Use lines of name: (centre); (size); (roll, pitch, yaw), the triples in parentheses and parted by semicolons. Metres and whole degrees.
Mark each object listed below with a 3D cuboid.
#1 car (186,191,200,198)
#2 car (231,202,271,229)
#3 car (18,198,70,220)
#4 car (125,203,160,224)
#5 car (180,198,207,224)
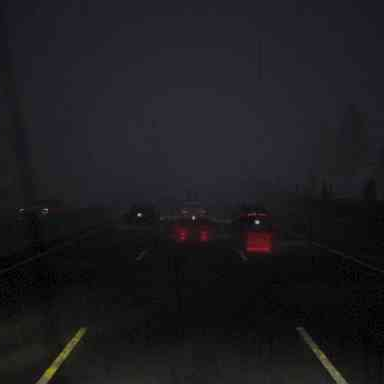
car: (0.090, 0.557, 42.715); (2.033, 1.411, 5.357); (0, 5, 0)
car: (3.600, 1.396, 20.741); (1.837, 1.490, 4.892); (0, 0, 0)
car: (-10.498, 1.241, 23.892); (2.097, 1.767, 4.553); (0, 0, 0)
car: (-3.400, 1.438, 23.502); (1.994, 1.385, 4.181); (0, 0, 0)
car: (0.100, 1.399, 23.619); (1.812, 1.442, 4.674); (0, 0, 0)
